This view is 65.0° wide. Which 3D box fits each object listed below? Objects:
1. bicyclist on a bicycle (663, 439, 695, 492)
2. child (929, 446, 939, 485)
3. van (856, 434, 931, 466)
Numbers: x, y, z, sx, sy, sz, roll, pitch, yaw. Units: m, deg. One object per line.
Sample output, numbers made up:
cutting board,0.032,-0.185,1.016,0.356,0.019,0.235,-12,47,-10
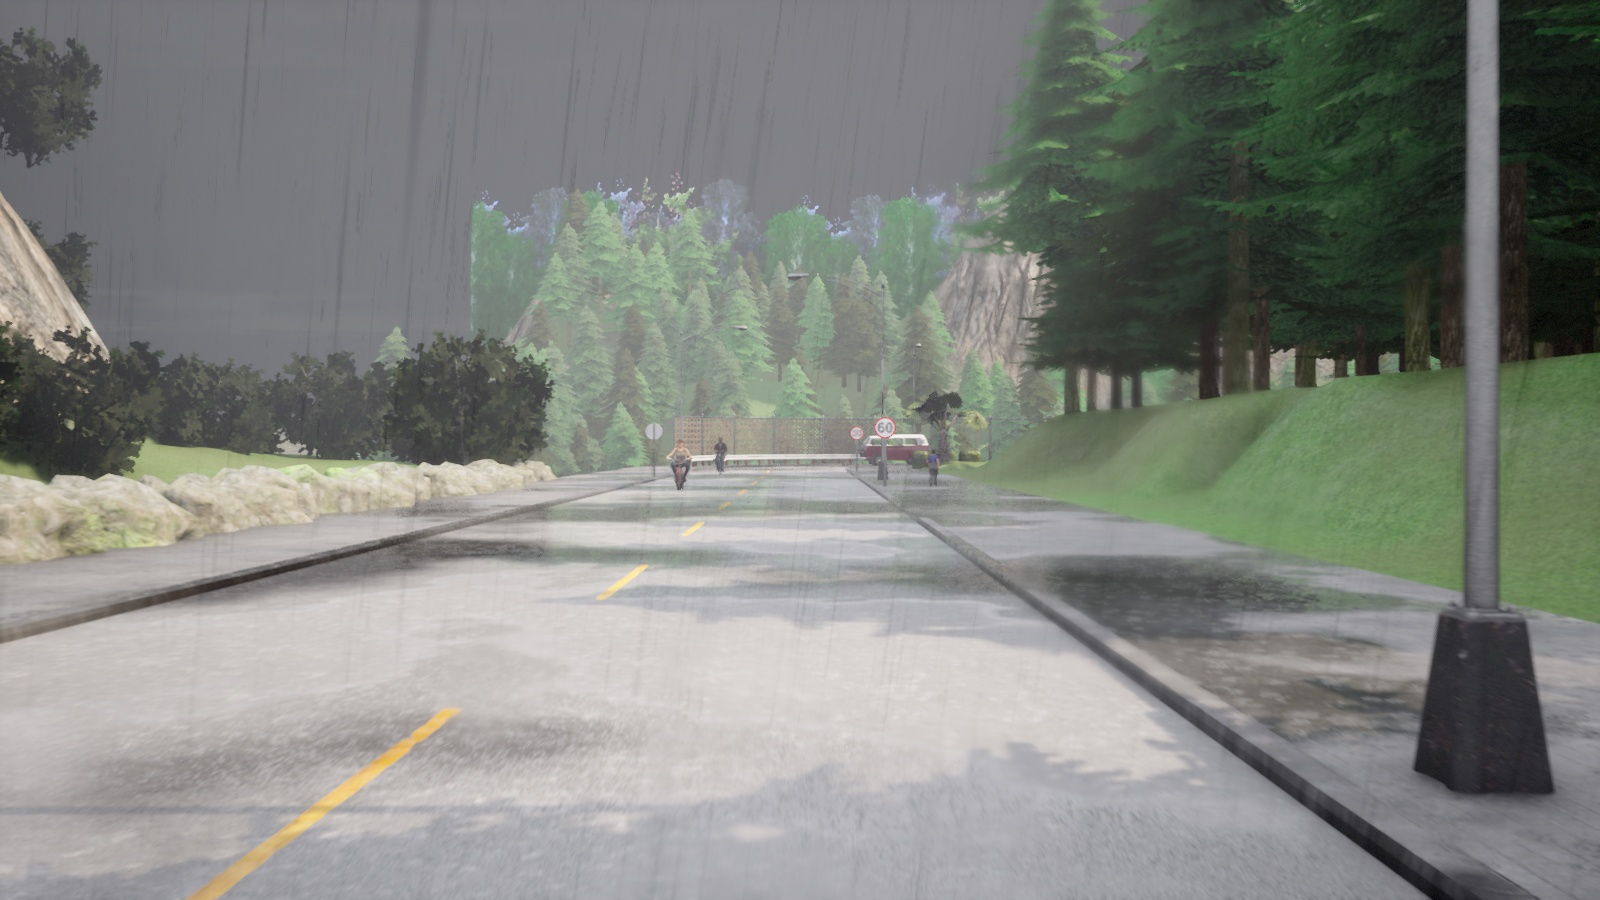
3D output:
bicyclist on a bicycle,-3.763,0.460,39.109,0.866,1.612,1.509,0,0,0
child,4.340,0.510,40.744,0.270,1.263,0.437,0,0,11
van,5.990,0.021,80.789,4.480,2.038,2.069,0,0,-7
